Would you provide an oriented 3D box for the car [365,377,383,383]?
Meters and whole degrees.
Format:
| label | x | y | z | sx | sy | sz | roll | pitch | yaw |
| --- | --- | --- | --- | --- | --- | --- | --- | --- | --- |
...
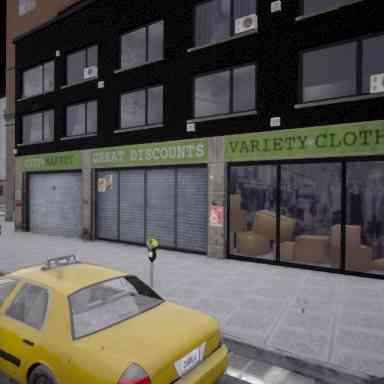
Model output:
| label | x | y | z | sx | sy | sz | roll | pitch | yaw |
| --- | --- | --- | --- | --- | --- | --- | --- | --- | --- |
| car | 2.793 | 1.551 | 1.097 | 4.403 | 1.369 | 2.008 | 0 | 1 | 36 |

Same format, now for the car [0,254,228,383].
| label | x | y | z | sx | sy | sz | roll | pitch | yaw |
| --- | --- | --- | --- | --- | --- | --- | --- | --- | --- |
| car | -1.892 | 1.524 | 4.441 | 4.829 | 1.417 | 1.752 | 0 | 1 | 36 |
